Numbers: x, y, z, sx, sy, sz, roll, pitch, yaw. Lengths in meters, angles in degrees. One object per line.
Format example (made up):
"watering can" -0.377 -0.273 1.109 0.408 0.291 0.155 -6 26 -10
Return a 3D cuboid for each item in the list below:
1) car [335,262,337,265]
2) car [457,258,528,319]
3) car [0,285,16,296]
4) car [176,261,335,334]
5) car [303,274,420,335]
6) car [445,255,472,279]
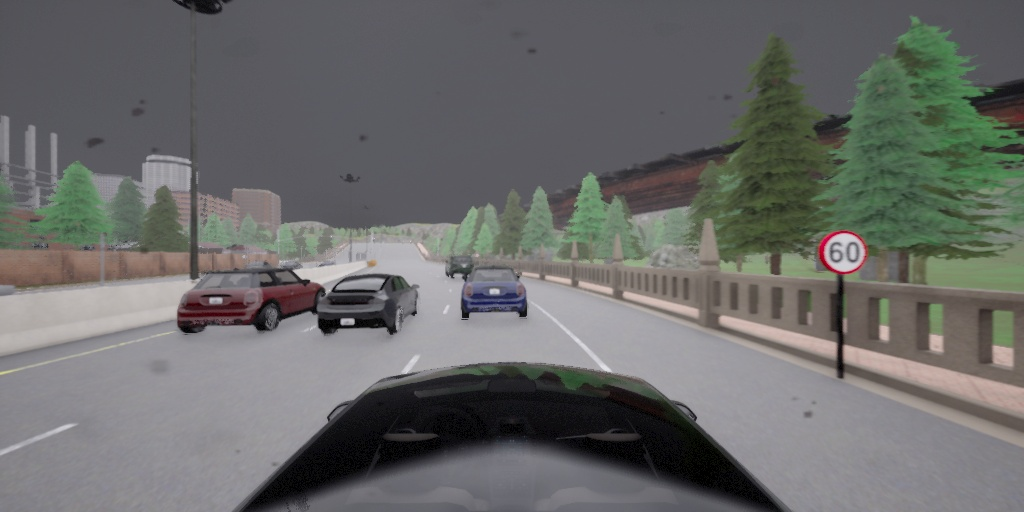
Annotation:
"car" -24.736 1.373 48.500 2.033 1.411 5.357 0 0 -18
"car" -0.730 1.095 12.955 2.097 1.767 4.553 0 0 -6
"car" -21.984 1.448 13.052 1.895 1.301 4.718 0 0 -8
"car" -7.554 1.130 11.028 2.097 1.767 4.553 0 0 -5
"car" -3.981 1.266 10.634 1.837 1.490 4.892 0 0 -5
"car" -4.850 0.964 33.218 2.150 2.045 5.566 0 0 -17
